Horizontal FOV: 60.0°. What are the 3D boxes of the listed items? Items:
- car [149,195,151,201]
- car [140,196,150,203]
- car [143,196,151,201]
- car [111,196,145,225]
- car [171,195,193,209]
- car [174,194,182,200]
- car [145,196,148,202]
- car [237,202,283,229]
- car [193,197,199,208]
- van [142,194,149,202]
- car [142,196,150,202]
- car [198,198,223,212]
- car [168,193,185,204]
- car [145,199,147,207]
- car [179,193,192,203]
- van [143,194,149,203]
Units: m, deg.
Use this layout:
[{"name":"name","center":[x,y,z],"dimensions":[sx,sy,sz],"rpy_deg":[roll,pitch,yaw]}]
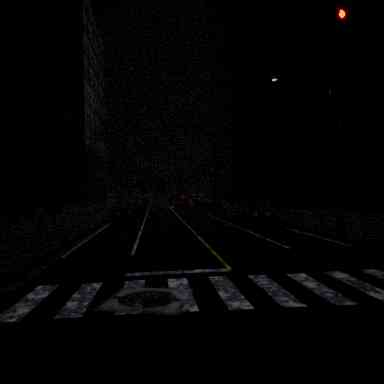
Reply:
[{"name":"car","center":[-8.605,1.666,57.753],"dimensions":[2.008,1.369,4.403],"rpy_deg":[-1,0,-6]},{"name":"car","center":[-10.431,1.695,73.963],"dimensions":[1.947,1.339,4.313],"rpy_deg":[-1,0,-6]},{"name":"car","center":[-12.258,1.712,90.173],"dimensions":[1.947,1.339,4.313],"rpy_deg":[-1,0,-6]},{"name":"car","center":[-4.957,1.411,25.332],"dimensions":[2.192,1.841,5.009],"rpy_deg":[-1,0,-6]},{"name":"car","center":[-1.448,1.551,46.590],"dimensions":[1.994,1.385,4.181],"rpy_deg":[-1,0,-6]},{"name":"car","center":[-3.791,1.411,91.127],"dimensions":[1.967,1.590,4.097],"rpy_deg":[-1,0,-6]},{"name":"car","center":[-6.760,1.630,41.374],"dimensions":[1.752,1.417,4.829],"rpy_deg":[-1,0,-6]},{"name":"car","center":[4.125,1.359,20.883],"dimensions":[1.967,1.590,4.097],"rpy_deg":[-1,0,-6]},{"name":"car","center":[1.691,1.475,42.497],"dimensions":[1.887,1.381,4.507],"rpy_deg":[-1,0,-6]},{"name":"van","center":[-11.045,1.476,79.366],"dimensions":[1.690,1.788,3.998],"rpy_deg":[-1,0,-6]},{"name":"car","center":[-11.631,1.665,84.601],"dimensions":[1.752,1.417,4.829],"rpy_deg":[-1,0,-6]},{"name":"car","center":[2.300,1.478,37.093],"dimensions":[2.008,1.369,4.403],"rpy_deg":[-1,0,-6]},{"name":"car","center":[-3.174,1.220,61.925],"dimensions":[2.150,2.045,5.566],"rpy_deg":[-1,0,-7]},{"name":"car","center":[-6.169,1.684,36.139],"dimensions":[1.802,1.307,4.206],"rpy_deg":[-1,0,-6]},{"name":"car","center":[-1.358,1.265,69.513],"dimensions":[2.192,1.841,5.009],"rpy_deg":[-1,0,-6]},{"name":"van","center":[-8.001,1.453,52.349],"dimensions":[1.690,1.788,3.998],"rpy_deg":[-1,0,-6]}]
